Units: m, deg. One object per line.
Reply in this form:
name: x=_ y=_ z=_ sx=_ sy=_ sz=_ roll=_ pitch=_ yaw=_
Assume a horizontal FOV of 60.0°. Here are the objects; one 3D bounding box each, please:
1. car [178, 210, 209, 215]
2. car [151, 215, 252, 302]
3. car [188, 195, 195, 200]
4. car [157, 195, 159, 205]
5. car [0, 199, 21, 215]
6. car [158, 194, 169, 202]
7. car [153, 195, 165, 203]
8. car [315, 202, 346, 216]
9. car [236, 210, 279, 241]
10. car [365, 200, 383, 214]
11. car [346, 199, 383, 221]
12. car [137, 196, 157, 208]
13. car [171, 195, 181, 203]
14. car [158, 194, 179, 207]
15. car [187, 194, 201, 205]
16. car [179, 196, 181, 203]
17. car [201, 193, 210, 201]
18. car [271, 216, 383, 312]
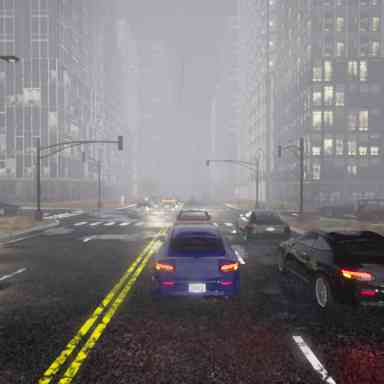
car: x=0.075 y=1.591 z=17.321 sx=1.895 sy=1.301 sz=4.718 roll=0 pitch=0 yaw=0
car: x=0.088 y=1.521 z=8.155 sx=1.812 sy=1.442 sz=4.674 roll=0 pitch=0 yaw=0
car: x=-0.141 y=1.501 z=89.114 sx=1.895 sy=1.301 sz=4.718 roll=0 pitch=0 yaw=0
car: x=-6.672 y=1.457 z=57.557 sx=1.837 sy=1.490 sz=4.892 roll=0 pitch=0 yaw=0
car: x=-18.509 y=1.356 z=30.991 sx=4.892 sy=1.490 sz=1.837 roll=1 pitch=1 yaw=2
car: x=-6.623 y=1.281 z=76.836 sx=2.097 sy=1.767 sz=4.553 roll=0 pitch=0 yaw=0
car: x=-6.630 y=1.445 z=66.911 sx=1.837 sy=1.490 sz=4.892 roll=0 pitch=0 yaw=0
car: x=15.048 y=1.701 z=33.692 sx=4.718 sy=1.301 sz=1.895 roll=0 pitch=1 yaw=1
car: x=3.329 y=1.554 z=16.159 sx=1.994 sy=1.385 sz=4.181 roll=0 pitch=0 yaw=-1
car: x=21.753 y=1.641 z=36.199 sx=4.829 sy=1.417 sz=1.752 roll=1 pitch=0 yaw=1
car: x=16.158 y=1.518 z=27.904 sx=5.009 sy=1.841 sz=2.192 roll=1 pitch=0 yaw=1
car: x=-6.673 y=1.511 z=47.819 sx=2.033 sy=1.411 sz=5.357 roll=0 pitch=0 yaw=0
car: x=-3.360 y=1.415 z=69.124 sx=1.882 sy=1.535 sz=5.008 roll=0 pitch=0 yaw=0
car: x=-3.421 y=1.440 z=49.218 sx=1.882 sy=1.535 sz=5.008 roll=0 pitch=0 yaw=0
car: x=0.019 y=1.498 z=58.966 sx=2.033 sy=1.411 sz=5.357 roll=0 pitch=0 yaw=0
car: x=-3.420 y=1.552 z=58.596 sx=1.895 sy=1.301 sz=4.718 roll=0 pitch=0 yaw=0
car: x=3.126 y=1.140 z=78.702 sx=2.150 sy=2.045 sz=5.566 roll=0 pitch=0 yaw=0
car: x=3.340 y=1.522 z=7.590 sx=1.812 sy=1.442 sz=4.674 roll=0 pitch=0 yaw=0
